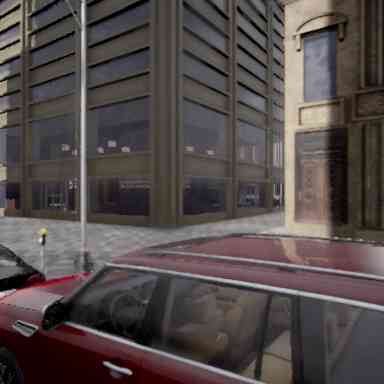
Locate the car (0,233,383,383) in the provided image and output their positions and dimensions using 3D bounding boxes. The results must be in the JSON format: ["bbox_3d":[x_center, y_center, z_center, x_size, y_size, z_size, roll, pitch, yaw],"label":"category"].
[{"bbox_3d":[0.153,1.313,2.848,5.009,1.841,2.192,0,0,35],"label":"car"}]
